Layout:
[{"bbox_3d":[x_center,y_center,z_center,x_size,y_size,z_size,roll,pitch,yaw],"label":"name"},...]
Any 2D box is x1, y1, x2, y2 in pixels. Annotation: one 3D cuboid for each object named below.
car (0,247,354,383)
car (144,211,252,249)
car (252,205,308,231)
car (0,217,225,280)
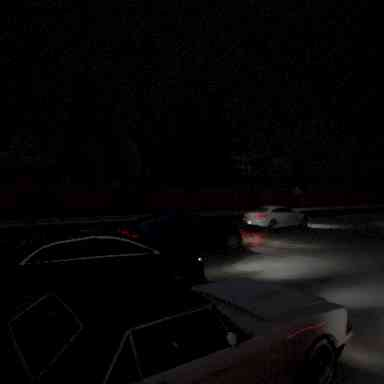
[{"bbox_3d":[-0.329,1.601,3.516,4.718,1.301,1.895,0,0,-36],"label":"car"},{"bbox_3d":[-0.351,1.478,12.132,5.008,1.535,1.882,0,0,-36],"label":"car"},{"bbox_3d":[5.173,1.527,20.454,4.674,1.442,1.812,0,0,-36],"label":"car"},{"bbox_3d":[-1.946,1.490,6.667,4.902,1.511,2.128,0,0,-36],"label":"car"}]
